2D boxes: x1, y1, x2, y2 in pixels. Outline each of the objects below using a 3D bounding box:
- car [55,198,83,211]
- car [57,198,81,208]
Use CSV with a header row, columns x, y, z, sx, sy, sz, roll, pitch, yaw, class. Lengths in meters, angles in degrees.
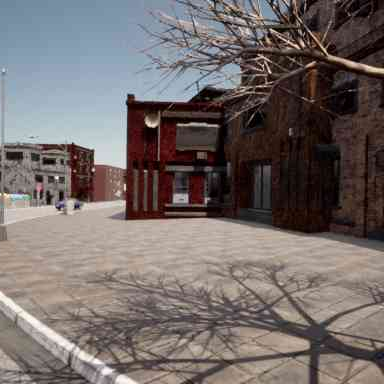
x,y,z,sx,sy,sz,roll,pitch,yaw,class
-16.275,1.793,44.340,1.895,1.301,4.718,1,0,3,car
-19.368,1.721,52.613,1.812,1.442,4.674,1,0,3,car
